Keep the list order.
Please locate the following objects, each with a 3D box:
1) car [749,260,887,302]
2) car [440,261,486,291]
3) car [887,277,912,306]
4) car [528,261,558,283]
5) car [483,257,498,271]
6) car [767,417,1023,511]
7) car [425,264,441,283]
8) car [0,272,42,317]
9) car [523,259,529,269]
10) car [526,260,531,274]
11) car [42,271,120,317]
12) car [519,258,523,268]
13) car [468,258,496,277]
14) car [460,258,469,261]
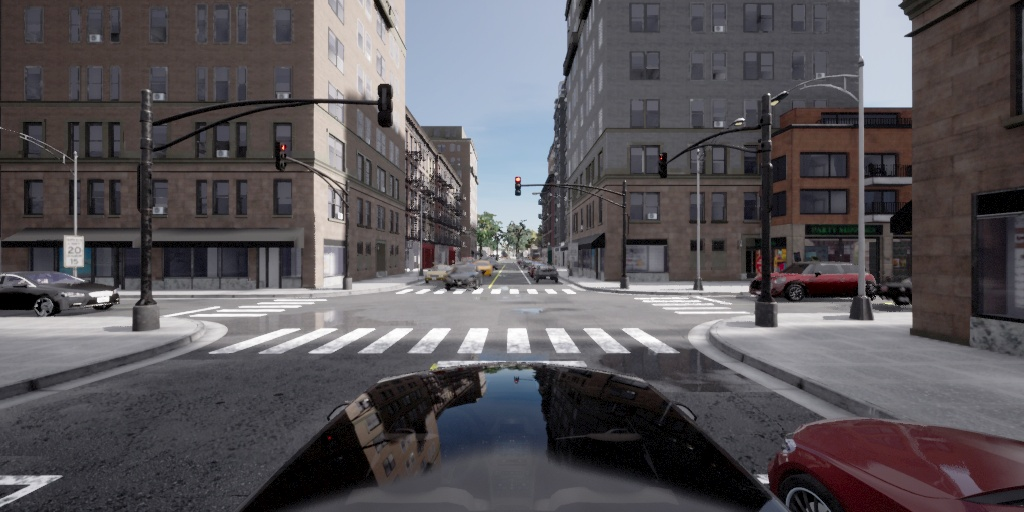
[{"bbox_3d":[13.223,1.036,15.965,4.553,1.767,2.097,0,0,0],"label":"car"},{"bbox_3d":[-2.901,1.256,22.193,1.837,1.490,4.892,0,0,0],"label":"car"},{"bbox_3d":[16.330,1.265,12.950,4.718,1.301,1.895,0,0,-1],"label":"car"},{"bbox_3d":[2.572,1.302,27.786,2.007,1.370,4.403,0,0,0],"label":"car"},{"bbox_3d":[-2.953,1.261,50.875,1.837,1.490,4.892,0,-1,0],"label":"car"},{"bbox_3d":[2.640,1.332,0.778,1.802,1.307,4.207,0,0,0],"label":"car"},{"bbox_3d":[-5.480,1.277,27.596,1.751,1.417,4.829,0,0,0],"label":"car"},{"bbox_3d":[-5.398,1.065,0.758,2.192,1.841,5.009,0,0,0],"label":"car"},{"bbox_3d":[2.545,1.303,38.749,2.007,1.370,4.403,0,0,0],"label":"car"},{"bbox_3d":[2.559,1.297,33.267,1.888,1.381,4.507,0,0,0],"label":"car"},{"bbox_3d":[-17.098,1.310,12.900,4.902,1.511,2.128,0,0,1],"label":"car"},{"bbox_3d":[2.504,1.306,55.195,2.007,1.370,4.403,0,0,0],"label":"car"},{"bbox_3d":[-2.932,1.230,35.161,1.882,1.535,5.008,0,0,0],"label":"car"},{"bbox_3d":[-5.504,1.278,38.559,1.751,1.417,4.829,0,0,0],"label":"car"}]
